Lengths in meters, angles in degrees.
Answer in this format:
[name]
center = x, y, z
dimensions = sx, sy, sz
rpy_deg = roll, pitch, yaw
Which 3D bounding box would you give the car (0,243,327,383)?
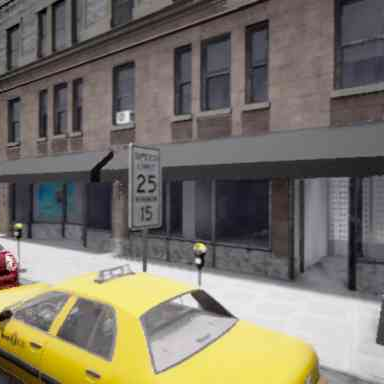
[car]
center = -1.074, 1.515, 3.844
dimensions = 4.829, 1.417, 1.752
rpy_deg = 0, 0, 35
